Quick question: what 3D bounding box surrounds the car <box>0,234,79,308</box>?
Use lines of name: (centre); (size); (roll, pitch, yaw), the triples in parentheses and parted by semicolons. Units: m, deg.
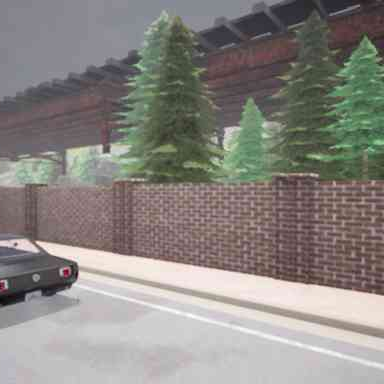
car: (-4.686, 1.602, 7.345); (4.718, 1.301, 1.895); (0, 0, 36)
